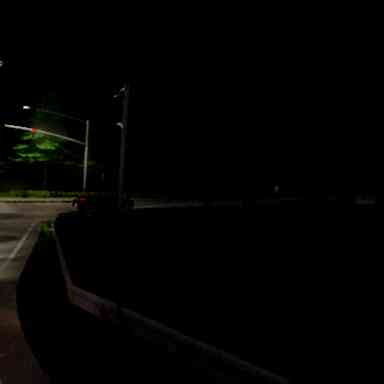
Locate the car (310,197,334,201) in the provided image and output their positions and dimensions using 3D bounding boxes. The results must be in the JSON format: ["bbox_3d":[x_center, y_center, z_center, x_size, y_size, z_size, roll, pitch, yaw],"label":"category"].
[{"bbox_3d":[21.427,1.164,55.600,1.837,1.490,4.892,6,3,41],"label":"car"}]

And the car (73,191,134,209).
[{"bbox_3d":[-6.502,0.707,25.037,2.128,1.511,4.902,6,3,39],"label":"car"}]

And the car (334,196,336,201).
[{"bbox_3d":[27.924,1.313,63.075,1.994,1.385,4.181,6,3,41],"label":"car"}]

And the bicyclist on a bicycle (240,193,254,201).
[{"bbox_3d":[5.532,0.861,32.471,0.582,1.620,1.656,1,35,-50],"label":"bicyclist on a bicycle"}]
